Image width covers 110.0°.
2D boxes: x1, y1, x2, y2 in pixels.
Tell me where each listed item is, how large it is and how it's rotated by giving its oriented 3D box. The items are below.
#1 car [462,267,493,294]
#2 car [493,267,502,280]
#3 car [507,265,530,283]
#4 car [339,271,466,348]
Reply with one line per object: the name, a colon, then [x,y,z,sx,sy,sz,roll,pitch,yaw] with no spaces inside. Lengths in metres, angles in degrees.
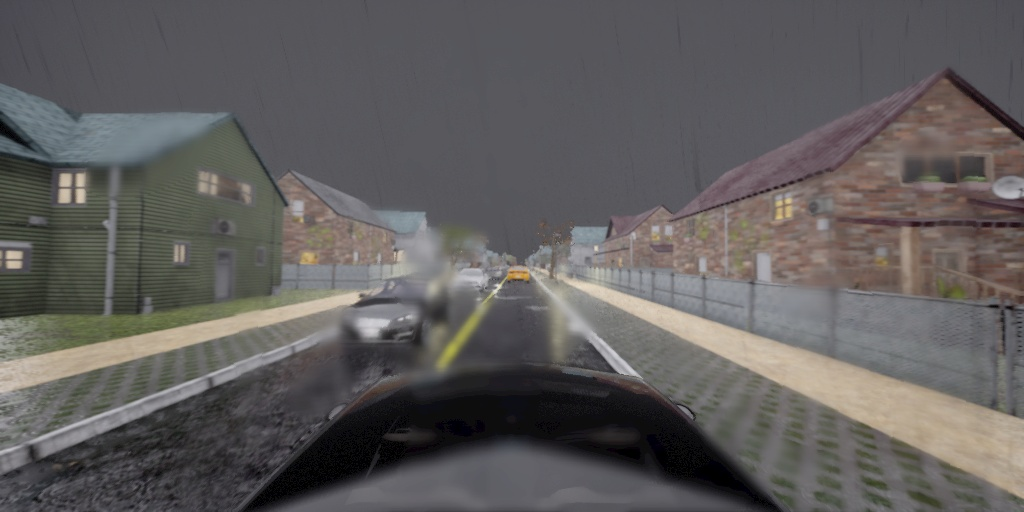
car: [-2.485,1.502,22.561,1.812,1.442,4.674,0,-1,1]
car: [-2.114,1.820,37.774,1.895,1.301,4.718,0,-1,1]
car: [0.598,1.618,32.760,1.882,1.535,5.008,0,-1,2]
car: [-2.747,1.308,9.578,2.128,1.511,4.902,0,-1,1]
